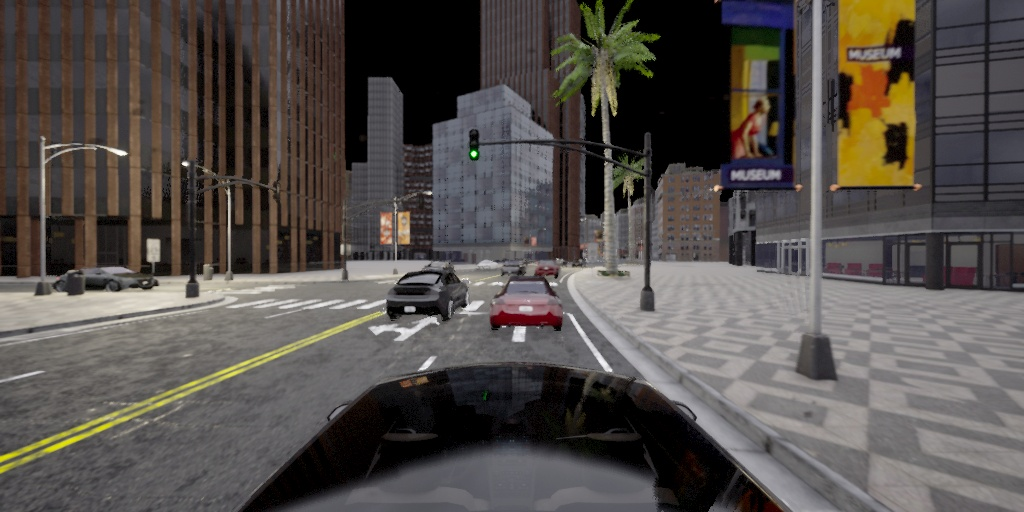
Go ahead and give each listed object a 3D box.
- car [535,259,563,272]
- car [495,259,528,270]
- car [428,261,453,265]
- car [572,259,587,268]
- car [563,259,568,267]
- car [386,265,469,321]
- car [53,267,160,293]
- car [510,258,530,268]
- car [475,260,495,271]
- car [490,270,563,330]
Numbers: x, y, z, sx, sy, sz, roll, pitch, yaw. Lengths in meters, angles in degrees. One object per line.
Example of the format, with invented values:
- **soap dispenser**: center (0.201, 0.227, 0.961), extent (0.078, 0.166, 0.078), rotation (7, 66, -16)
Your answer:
- **car**: center (3.400, 1.075, 33.507), extent (2.097, 1.767, 4.553), rotation (0, 0, 11)
- **car**: center (0.238, 1.210, 34.278), extent (2.128, 1.511, 4.902), rotation (0, 0, 11)
- **car**: center (-6.814, 1.210, 33.230), extent (1.837, 1.490, 4.892), rotation (0, 1, 12)
- **car**: center (11.595, 1.243, 61.591), extent (1.837, 1.490, 4.892), rotation (0, 0, 22)
- **car**: center (8.378, 1.221, 62.293), extent (2.128, 1.511, 4.902), rotation (0, 0, 22)
- **car**: center (-2.694, 1.233, 12.361), extent (1.837, 1.490, 4.892), rotation (0, 0, 3)
- **car**: center (-22.163, 1.289, 19.713), extent (4.181, 1.385, 1.994), rotation (0, 0, -1)
- **car**: center (1.422, 1.212, 62.319), extent (1.837, 1.490, 4.892), rotation (0, 1, 21)
- **car**: center (-3.321, 1.233, 47.960), extent (1.812, 1.442, 4.674), rotation (0, 0, 16)
- **car**: center (0.478, 1.297, 11.038), extent (1.994, 1.385, 4.181), rotation (0, 0, 4)
